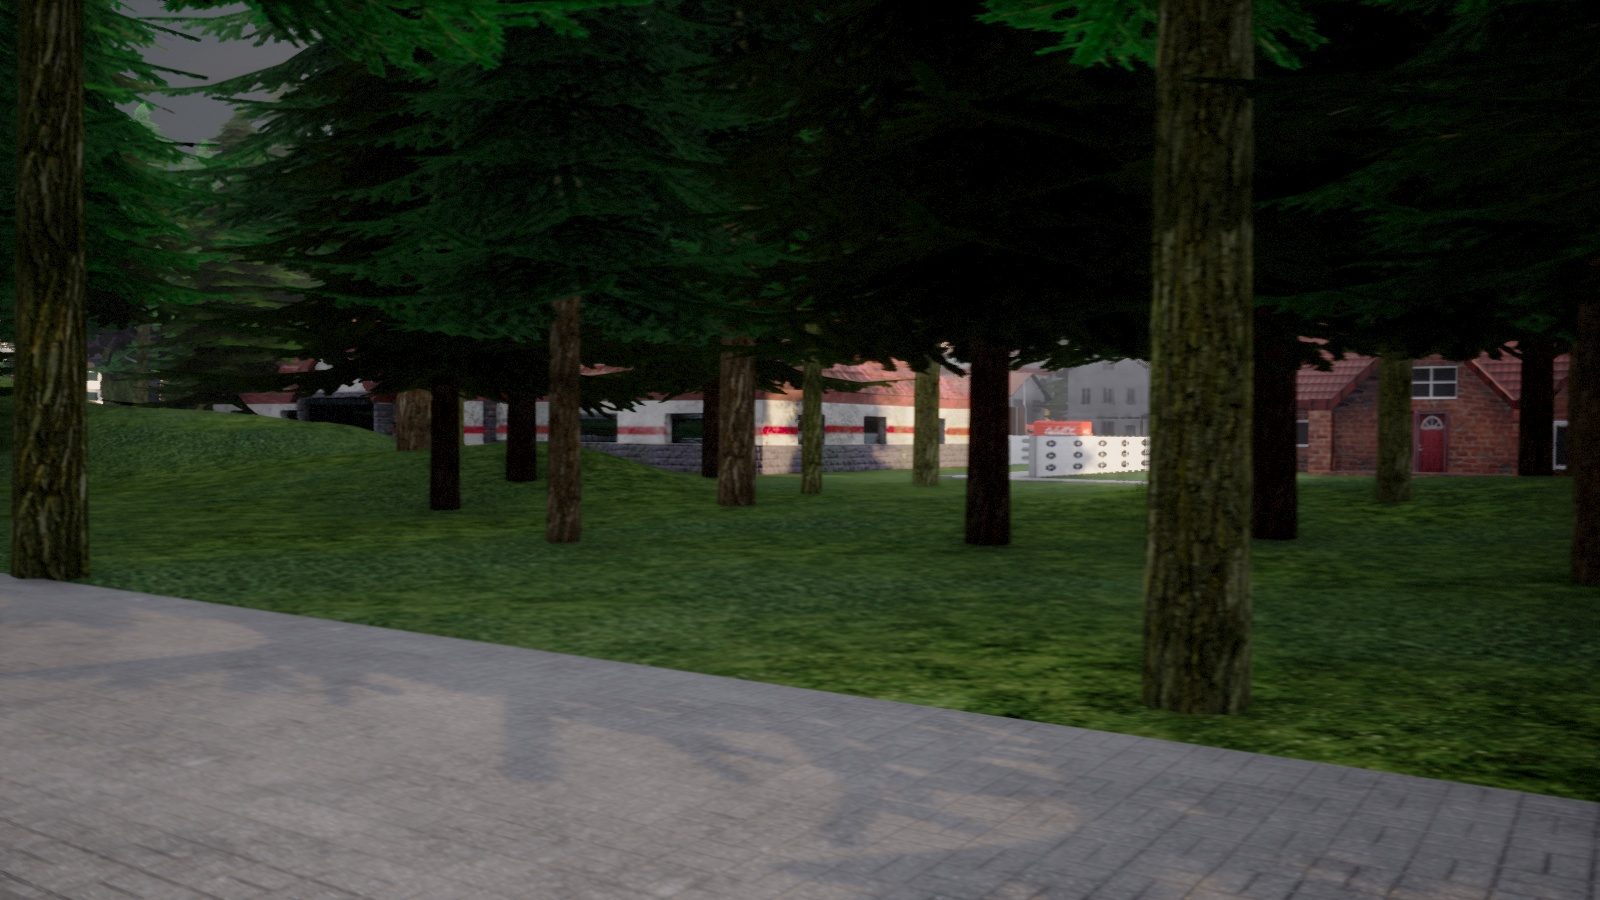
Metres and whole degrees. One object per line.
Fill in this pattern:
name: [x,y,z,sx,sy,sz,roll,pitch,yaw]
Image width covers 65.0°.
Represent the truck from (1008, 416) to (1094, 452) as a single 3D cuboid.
truck: [17.304,-1.093,86.557,5.204,2.467,2.627,0,1,34]
